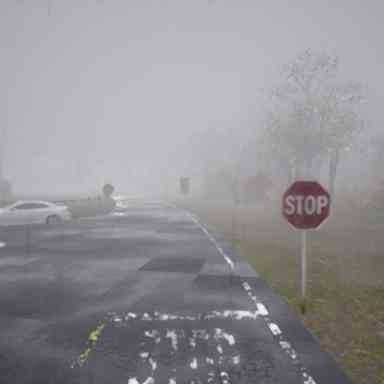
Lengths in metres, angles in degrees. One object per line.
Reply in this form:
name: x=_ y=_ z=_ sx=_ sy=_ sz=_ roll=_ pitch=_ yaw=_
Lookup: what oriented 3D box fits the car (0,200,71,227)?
car: x=-9.032 y=1.164 z=17.995 sx=4.674 sy=1.442 sz=1.812 roll=-1 pitch=3 yaw=-31
